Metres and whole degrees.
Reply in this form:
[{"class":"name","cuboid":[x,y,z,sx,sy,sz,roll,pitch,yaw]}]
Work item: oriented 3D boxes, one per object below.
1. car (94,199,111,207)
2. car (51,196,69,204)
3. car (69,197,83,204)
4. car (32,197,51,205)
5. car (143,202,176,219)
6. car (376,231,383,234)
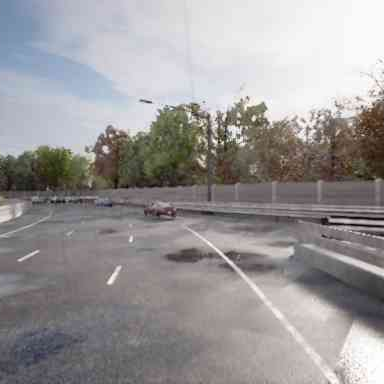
[{"class":"car","cuboid":[-15.101,1.854,56.095,1.994,1.385,4.181,0,0,-31]},{"class":"car","cuboid":[-27.759,1.636,68.625,2.097,1.767,4.553,0,0,-41]},{"class":"car","cuboid":[-24.682,1.782,70.477,1.837,1.490,4.892,0,0,-41]},{"class":"car","cuboid":[-30.500,1.818,66.448,2.128,1.511,4.902,0,0,-41]},{"class":"car","cuboid":[-3.020,1.644,30.926,1.812,1.442,4.674,0,0,-28]},{"class":"car","cuboid":[9.902,1.549,13.525,1.994,1.385,4.181,0,-1,-44]}]
